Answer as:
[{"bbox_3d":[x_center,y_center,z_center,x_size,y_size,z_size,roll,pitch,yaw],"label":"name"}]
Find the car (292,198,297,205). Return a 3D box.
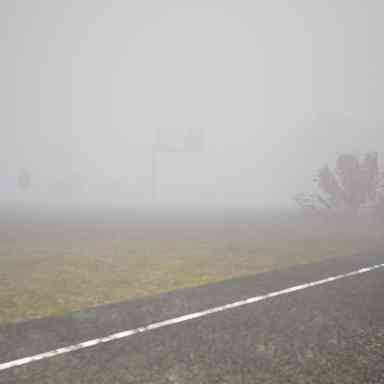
[{"bbox_3d":[17.345,1.298,49.805,2.128,1.511,4.902,0,0,-34],"label":"car"}]
